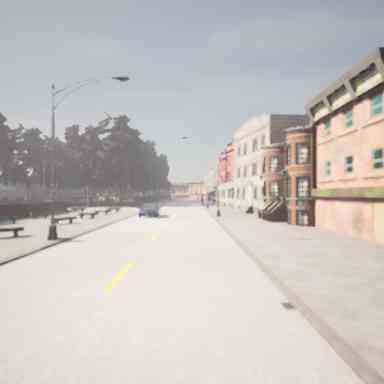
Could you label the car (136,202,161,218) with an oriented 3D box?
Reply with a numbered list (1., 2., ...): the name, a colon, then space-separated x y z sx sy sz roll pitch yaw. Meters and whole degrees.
1. car: -4.077 1.754 32.559 1.812 1.442 4.674 0 0 0
